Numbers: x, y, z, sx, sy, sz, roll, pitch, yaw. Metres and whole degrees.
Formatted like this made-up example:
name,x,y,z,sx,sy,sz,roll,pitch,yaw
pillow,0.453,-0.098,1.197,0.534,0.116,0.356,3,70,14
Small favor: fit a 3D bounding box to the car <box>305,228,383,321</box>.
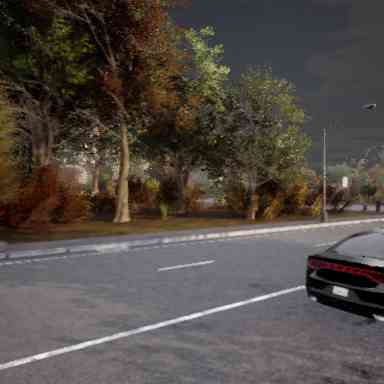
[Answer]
name,x,y,z,sx,sy,sz,roll,pitch,yaw
car,4.463,1.490,6.933,5.008,1.535,1.882,0,0,-36
